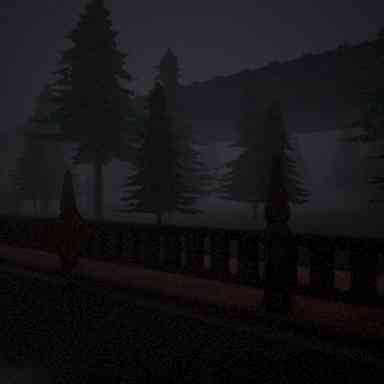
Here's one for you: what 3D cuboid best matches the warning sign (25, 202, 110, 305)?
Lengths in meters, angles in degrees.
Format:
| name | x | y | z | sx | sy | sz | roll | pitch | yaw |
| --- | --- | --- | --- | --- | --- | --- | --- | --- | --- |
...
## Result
| name | x | y | z | sx | sy | sz | roll | pitch | yaw |
| --- | --- | --- | --- | --- | --- | --- | --- | --- | --- |
| warning sign | -2.601 | 1.172 | 7.012 | 1.060 | 1.860 | 1.300 | -1 | 0 | 35 |
